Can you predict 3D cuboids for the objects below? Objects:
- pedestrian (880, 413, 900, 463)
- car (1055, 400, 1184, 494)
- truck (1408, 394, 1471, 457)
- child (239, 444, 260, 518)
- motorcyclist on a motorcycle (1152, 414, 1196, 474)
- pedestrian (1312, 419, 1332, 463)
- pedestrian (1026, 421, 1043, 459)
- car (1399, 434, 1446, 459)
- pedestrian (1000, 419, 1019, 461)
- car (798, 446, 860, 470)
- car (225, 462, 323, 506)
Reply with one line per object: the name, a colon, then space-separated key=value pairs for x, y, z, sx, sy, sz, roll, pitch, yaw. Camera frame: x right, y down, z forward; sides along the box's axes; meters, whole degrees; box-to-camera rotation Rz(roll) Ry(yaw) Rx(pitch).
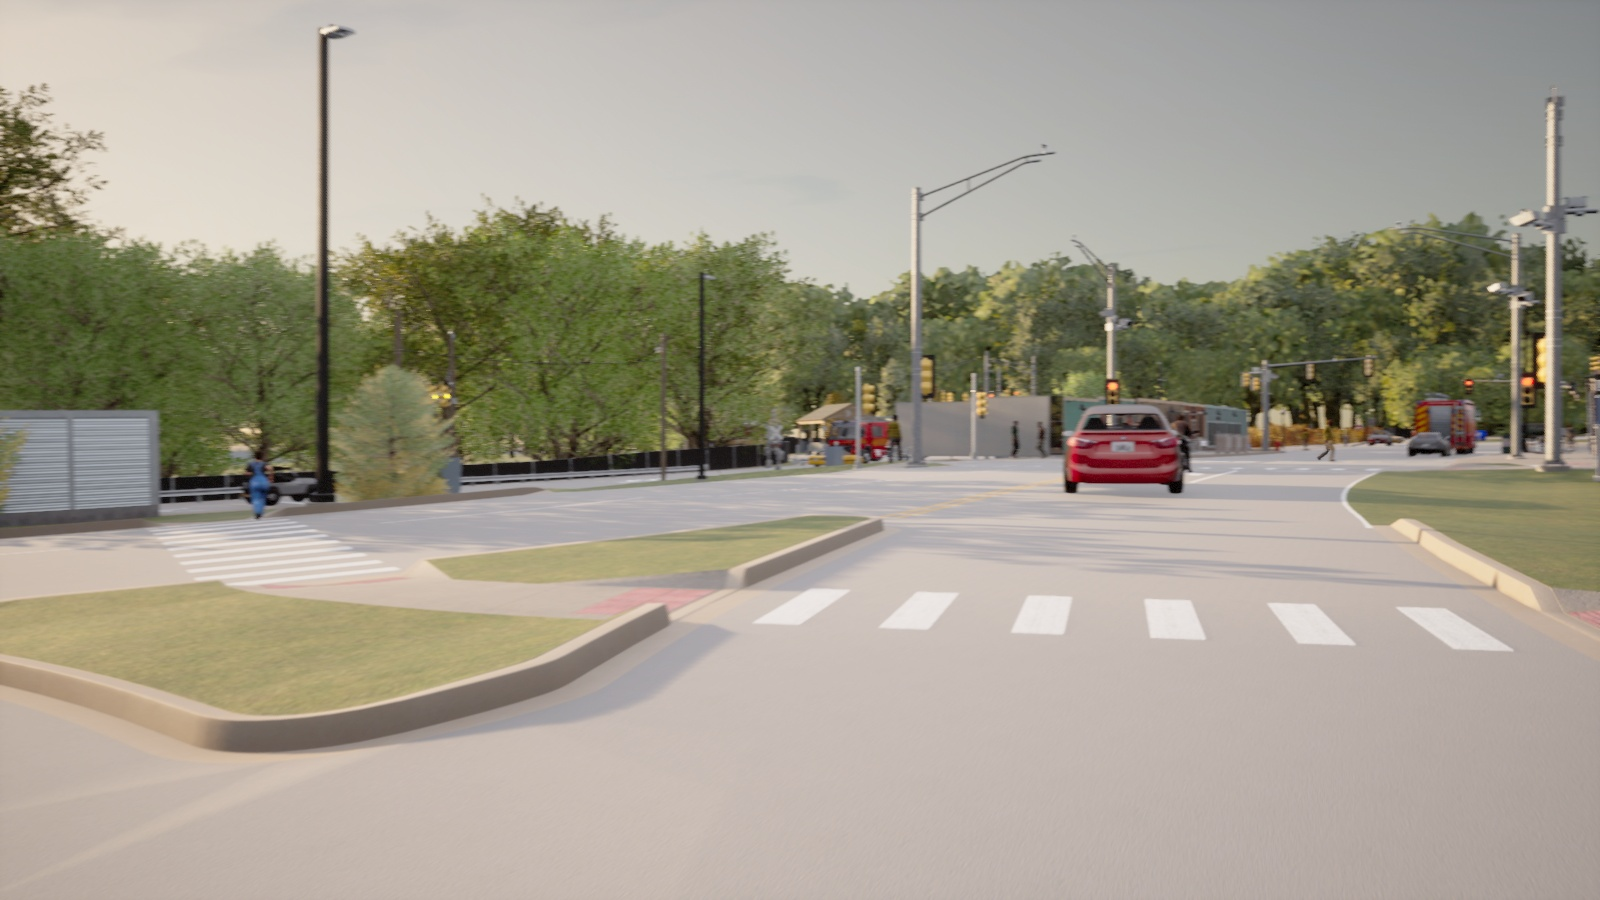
pedestrian: x=3.340 y=-0.430 z=46.614 sx=0.431 sy=1.840 sz=0.709 roll=0 pitch=0 yaw=31
car: x=6.227 y=-0.112 z=24.792 sx=2.242 sy=1.667 sz=4.611 roll=0 pitch=2 yaw=13
truck: x=41.219 y=-1.533 z=80.800 sx=2.891 sy=3.827 sz=8.468 roll=0 pitch=1 yaw=32
child: x=-9.459 y=0.526 z=21.583 sx=0.270 sy=1.263 sz=0.437 roll=0 pitch=0 yaw=-31
motorcyclist on a motorcycle: x=9.801 y=-0.153 z=32.883 sx=0.797 sy=1.523 sz=2.044 roll=0 pitch=1 yaw=25
pedestrian: x=21.641 y=-0.375 z=52.025 sx=0.726 sy=1.835 sz=0.370 roll=0 pitch=0 yaw=28
pedestrian: x=11.187 y=-0.478 z=59.857 sx=0.703 sy=1.840 sz=0.431 roll=0 pitch=0 yaw=-5
car: x=35.284 y=-0.213 z=71.120 sx=1.994 sy=1.385 sz=4.181 roll=0 pitch=1 yaw=31
pedestrian: x=9.840 y=-0.478 z=59.052 sx=0.788 sy=1.949 sz=0.423 roll=0 pitch=0 yaw=44
car: x=2.223 y=0.588 z=94.822 sx=1.801 sy=1.575 sz=5.366 roll=1 pitch=2 yaw=38
car: x=-25.221 y=1.604 z=60.347 sx=1.905 sy=1.878 sz=3.866 roll=1 pitch=2 yaw=38
